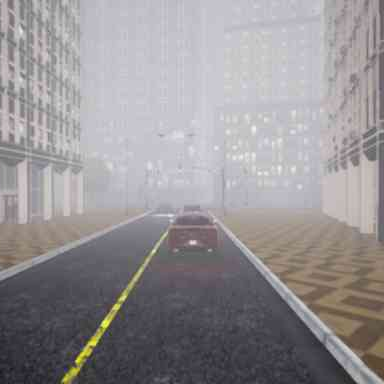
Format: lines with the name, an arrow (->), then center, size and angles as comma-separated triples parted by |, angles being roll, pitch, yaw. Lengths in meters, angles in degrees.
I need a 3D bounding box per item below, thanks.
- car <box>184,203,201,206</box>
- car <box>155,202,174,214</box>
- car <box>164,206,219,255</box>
car -> 0.049, 1.675, 27.563 | 1.837, 1.490, 4.892 | 0, 0, 1
car -> -3.033, 1.805, 38.403 | 1.994, 1.385, 4.181 | 0, -1, 1
car -> 0.056, 1.559, 13.724 | 1.882, 1.535, 5.008 | 0, 0, 1
